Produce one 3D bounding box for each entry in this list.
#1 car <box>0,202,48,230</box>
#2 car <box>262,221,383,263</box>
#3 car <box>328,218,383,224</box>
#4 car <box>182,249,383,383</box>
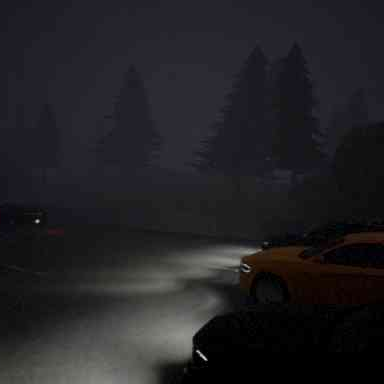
[{"bbox_3d":[-10.716,1.392,20.232,4.892,1.490,1.837,0,0,35],"label":"car"},{"bbox_3d":[3.270,1.474,5.959,5.008,1.535,1.882,0,0,35],"label":"car"},{"bbox_3d":[4.405,1.495,9.448,4.892,1.490,1.837,0,0,35],"label":"car"},{"bbox_3d":[2.098,1.528,2.496,4.674,1.442,1.812,0,0,35],"label":"car"}]
